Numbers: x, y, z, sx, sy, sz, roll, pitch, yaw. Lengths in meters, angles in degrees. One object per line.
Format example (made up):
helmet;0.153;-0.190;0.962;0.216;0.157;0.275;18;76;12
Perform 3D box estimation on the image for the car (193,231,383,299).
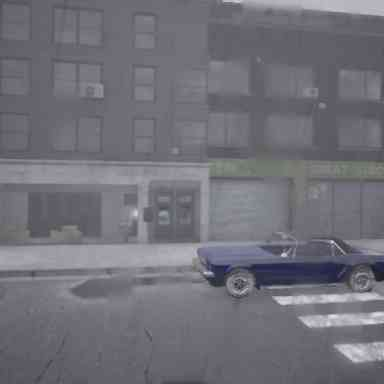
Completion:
car;2.427;1.675;8.270;4.718;1.301;1.895;0;0;-8
